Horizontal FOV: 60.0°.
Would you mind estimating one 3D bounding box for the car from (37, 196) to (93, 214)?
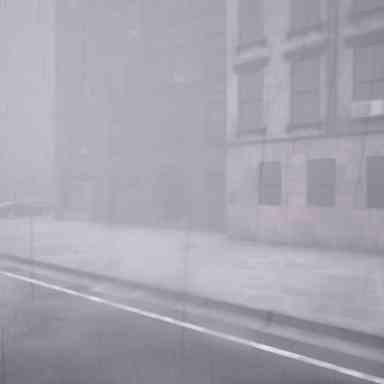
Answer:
[{"bbox_3d":[-12.763,1.234,33.670,2.128,1.511,4.902,0,1,35],"label":"car"}]

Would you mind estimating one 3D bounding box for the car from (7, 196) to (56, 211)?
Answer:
[{"bbox_3d":[-17.666,1.259,36.703,1.887,1.381,4.507,1,2,35],"label":"car"}]

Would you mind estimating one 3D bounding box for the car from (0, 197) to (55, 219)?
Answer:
[{"bbox_3d":[-13.916,1.393,27.273,1.887,1.381,4.507,1,2,35],"label":"car"}]
